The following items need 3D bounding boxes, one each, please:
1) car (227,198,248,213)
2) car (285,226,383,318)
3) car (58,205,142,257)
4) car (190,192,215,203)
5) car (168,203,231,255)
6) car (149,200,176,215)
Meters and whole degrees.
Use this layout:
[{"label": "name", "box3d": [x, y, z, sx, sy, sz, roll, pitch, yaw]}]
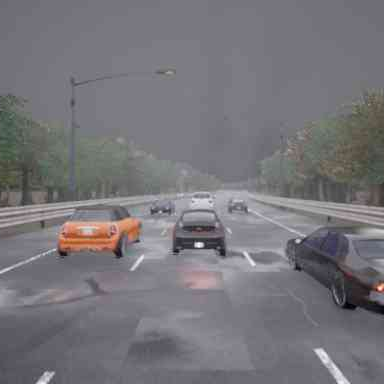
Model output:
[{"label": "car", "box3d": [4.582, 1.308, 33.847, 1.812, 1.442, 4.674, 0, 0, 3]}, {"label": "car", "box3d": [3.667, 1.492, 7.588, 2.033, 1.411, 5.357, 0, 0, 1]}, {"label": "car", "box3d": [-3.236, 1.254, 12.580, 2.097, 1.767, 4.553, 0, 0, 1]}, {"label": "car", "box3d": [1.022, 1.005, 32.935, 2.150, 2.045, 5.566, 0, 0, 3]}, {"label": "car", "box3d": [0.270, 1.408, 12.925, 1.837, 1.490, 4.892, 0, 0, 1]}, {"label": "car", "box3d": [-2.602, 1.393, 30.633, 1.895, 1.301, 4.718, 0, 0, 3]}]
